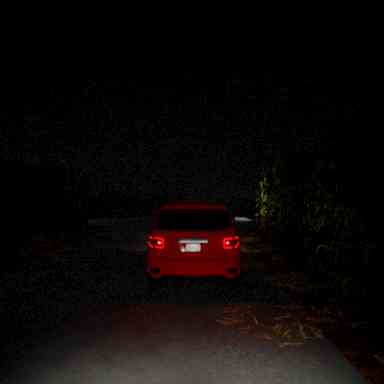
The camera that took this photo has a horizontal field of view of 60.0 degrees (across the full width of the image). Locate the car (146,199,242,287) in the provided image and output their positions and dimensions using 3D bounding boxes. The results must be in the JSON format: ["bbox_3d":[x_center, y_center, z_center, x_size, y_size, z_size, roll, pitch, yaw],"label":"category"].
[{"bbox_3d":[0.094,1.209,9.449,2.150,2.045,5.566,0,0,1],"label":"car"}]

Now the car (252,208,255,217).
[{"bbox_3d":[7.368,1.460,27.126,4.892,1.490,1.837,0,0,-2],"label":"car"}]
